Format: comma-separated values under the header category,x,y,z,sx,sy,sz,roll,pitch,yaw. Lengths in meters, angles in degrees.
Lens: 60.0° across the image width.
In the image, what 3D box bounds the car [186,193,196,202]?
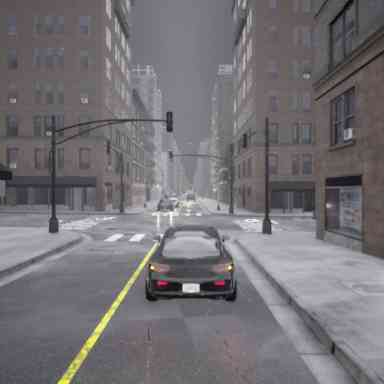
category,x,y,z,sx,sy,sz,roll,pitch,yaw
car,-0.212,1.331,81.689,2.150,2.045,5.566,0,0,0

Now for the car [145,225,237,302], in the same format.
category,x,y,z,sx,sy,sz,roll,pitch,yaw
car,-0.014,1.524,8.158,1.812,1.442,4.674,0,0,0

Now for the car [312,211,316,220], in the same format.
category,x,y,z,sx,sy,sz,roll,pitch,yaw
car,12.287,1.712,26.768,5.008,1.535,1.882,1,0,-1

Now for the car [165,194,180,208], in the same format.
category,x,y,z,sx,sy,sz,roll,pitch,yaw
car,-3.227,1.276,50.815,2.150,2.045,5.566,0,0,0

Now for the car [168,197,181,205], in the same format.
category,x,y,z,sx,sy,sz,roll,pitch,yaw
car,-3.223,1.619,61.394,2.033,1.411,5.357,0,0,0

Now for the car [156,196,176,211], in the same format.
category,x,y,z,sx,sy,sz,roll,pitch,yaw
car,-3.218,1.543,40.761,1.837,1.490,4.892,0,0,-2
